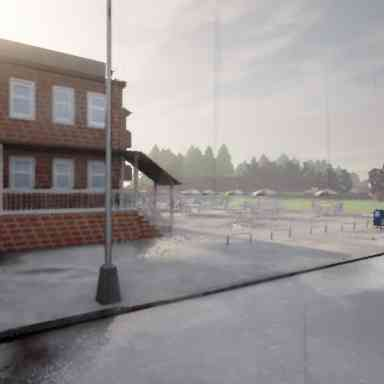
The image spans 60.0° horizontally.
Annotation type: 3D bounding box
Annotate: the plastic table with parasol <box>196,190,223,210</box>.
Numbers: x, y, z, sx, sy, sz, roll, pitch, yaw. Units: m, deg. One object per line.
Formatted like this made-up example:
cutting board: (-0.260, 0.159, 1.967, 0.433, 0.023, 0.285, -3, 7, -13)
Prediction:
plastic table with parasol: (2.313, 0.966, 43.604, 2.482, 2.480, 2.482, 0, 0, -35)

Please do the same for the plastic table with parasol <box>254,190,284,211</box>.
plastic table with parasol: (9.326, 0.971, 40.363, 2.482, 2.480, 2.482, 0, 0, -35)

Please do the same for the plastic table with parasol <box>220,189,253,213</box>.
plastic table with parasol: (4.800, 0.962, 36.031, 2.482, 2.480, 2.482, 0, 0, -35)
